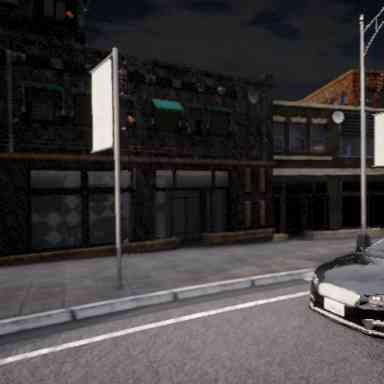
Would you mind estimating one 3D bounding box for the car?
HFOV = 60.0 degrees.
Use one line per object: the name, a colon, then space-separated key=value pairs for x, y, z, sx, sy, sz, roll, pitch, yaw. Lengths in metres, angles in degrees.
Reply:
car: x=4.363 y=1.450 z=5.993 sx=4.902 sy=1.511 sz=2.128 roll=0 pitch=1 yaw=-24
